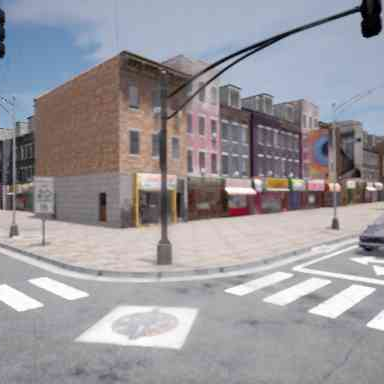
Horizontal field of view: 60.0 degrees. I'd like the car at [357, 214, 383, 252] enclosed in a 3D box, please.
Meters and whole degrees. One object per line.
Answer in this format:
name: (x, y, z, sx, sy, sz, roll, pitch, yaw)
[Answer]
car: (8.444, 1.545, 13.375, 2.033, 1.411, 5.357, -1, -1, 44)
